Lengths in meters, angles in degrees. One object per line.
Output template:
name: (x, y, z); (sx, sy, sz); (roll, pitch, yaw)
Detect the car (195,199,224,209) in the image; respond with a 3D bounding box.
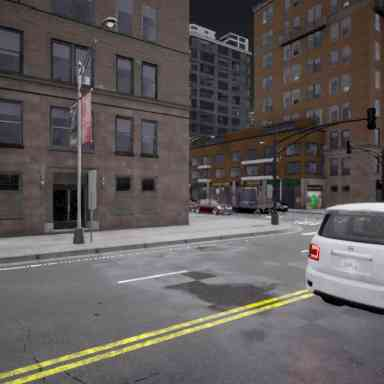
car: (2.318, 1.594, 45.990); (1.802, 1.307, 4.206); (0, 0, -35)

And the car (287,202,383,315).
car: (4.665, 1.223, 6.780); (5.566, 2.045, 2.150); (0, 0, -36)

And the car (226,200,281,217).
car: (5.731, 1.594, 31.675); (1.895, 1.301, 4.718); (0, 0, -35)

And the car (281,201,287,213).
car: (8.688, 1.580, 36.994); (1.947, 1.339, 4.313); (0, 0, -35)

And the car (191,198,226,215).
car: (2.139, 1.423, 32.357); (1.967, 1.590, 4.097); (0, 0, -35)

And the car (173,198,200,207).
car: (-0.866, 1.579, 50.487); (1.947, 1.339, 4.313); (0, 0, -35)

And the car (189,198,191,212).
car: (-1.045, 1.421, 36.855); (1.967, 1.590, 4.097); (0, 0, -35)
